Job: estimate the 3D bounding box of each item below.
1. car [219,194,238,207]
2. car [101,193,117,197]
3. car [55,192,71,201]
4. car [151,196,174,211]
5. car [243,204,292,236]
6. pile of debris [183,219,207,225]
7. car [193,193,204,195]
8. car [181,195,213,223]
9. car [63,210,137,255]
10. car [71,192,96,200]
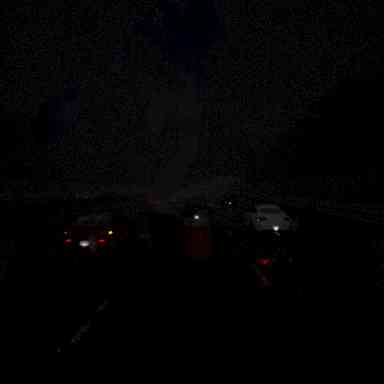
[{"bbox_3d":[4.289,0.959,39.177,1.837,1.490,4.892,0,1,2],"label":"car"},{"bbox_3d":[-12.878,0.809,52.338,2.033,1.411,5.357,0,1,3],"label":"car"},{"bbox_3d":[-19.859,0.730,52.755,1.882,1.535,5.008,0,1,3],"label":"car"},{"bbox_3d":[-2.911,1.095,33.101,2.033,1.411,5.357,0,1,2],"label":"car"},{"bbox_3d":[3.744,1.332,16.979,1.812,1.442,4.674,0,1,1],"label":"car"},{"bbox_3d":[0.203,1.913,21.317,1.500,0.140,1.860,0,1,1],"label":"pile of debris"},{"bbox_3d":[0.830,0.912,40.393,1.882,1.535,5.008,0,1,2],"label":"car"},{"bbox_3d":[0.332,1.224,22.422,1.837,1.490,4.892,0,1,1],"label":"car"},{"bbox_3d":[-3.314,1.392,12.632,1.812,1.442,4.674,0,1,1],"label":"car"},{"bbox_3d":[-16.410,0.747,51.607,1.882,1.535,5.008,0,0,3],"label":"car"}]
